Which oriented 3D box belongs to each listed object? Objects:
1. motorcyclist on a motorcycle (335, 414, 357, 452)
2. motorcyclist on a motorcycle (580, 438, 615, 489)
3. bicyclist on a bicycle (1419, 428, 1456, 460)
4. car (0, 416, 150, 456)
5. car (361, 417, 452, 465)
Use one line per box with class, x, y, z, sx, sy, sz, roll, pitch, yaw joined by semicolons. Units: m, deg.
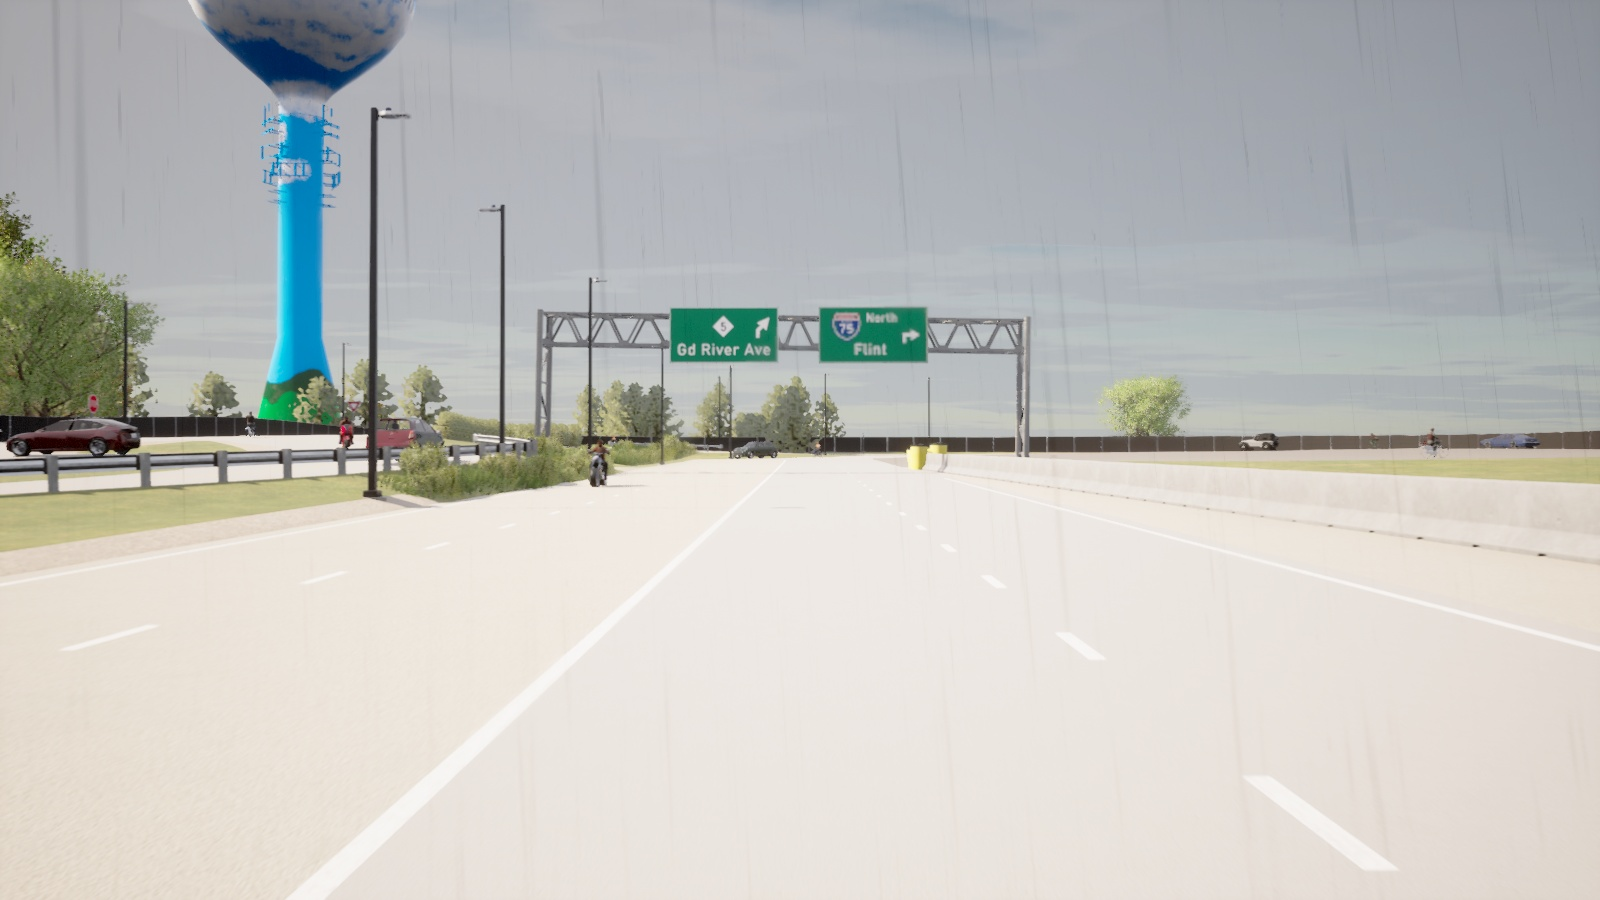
motorcyclist on a motorcycle;-18.659;-0.701;51.602;0.797;1.523;2.044;0;2;-22
motorcyclist on a motorcycle;-6.745;0.433;41.979;0.766;1.649;2.350;0;1;0
bicyclist on a bicycle;36.432;-0.349;71.771;1.843;1.776;0.659;-1;-1;-13
car;-28.704;-0.567;49.704;4.792;1.488;2.163;0;3;-1
car;-13.017;-0.332;41.728;1.845;1.501;3.633;0;2;0
